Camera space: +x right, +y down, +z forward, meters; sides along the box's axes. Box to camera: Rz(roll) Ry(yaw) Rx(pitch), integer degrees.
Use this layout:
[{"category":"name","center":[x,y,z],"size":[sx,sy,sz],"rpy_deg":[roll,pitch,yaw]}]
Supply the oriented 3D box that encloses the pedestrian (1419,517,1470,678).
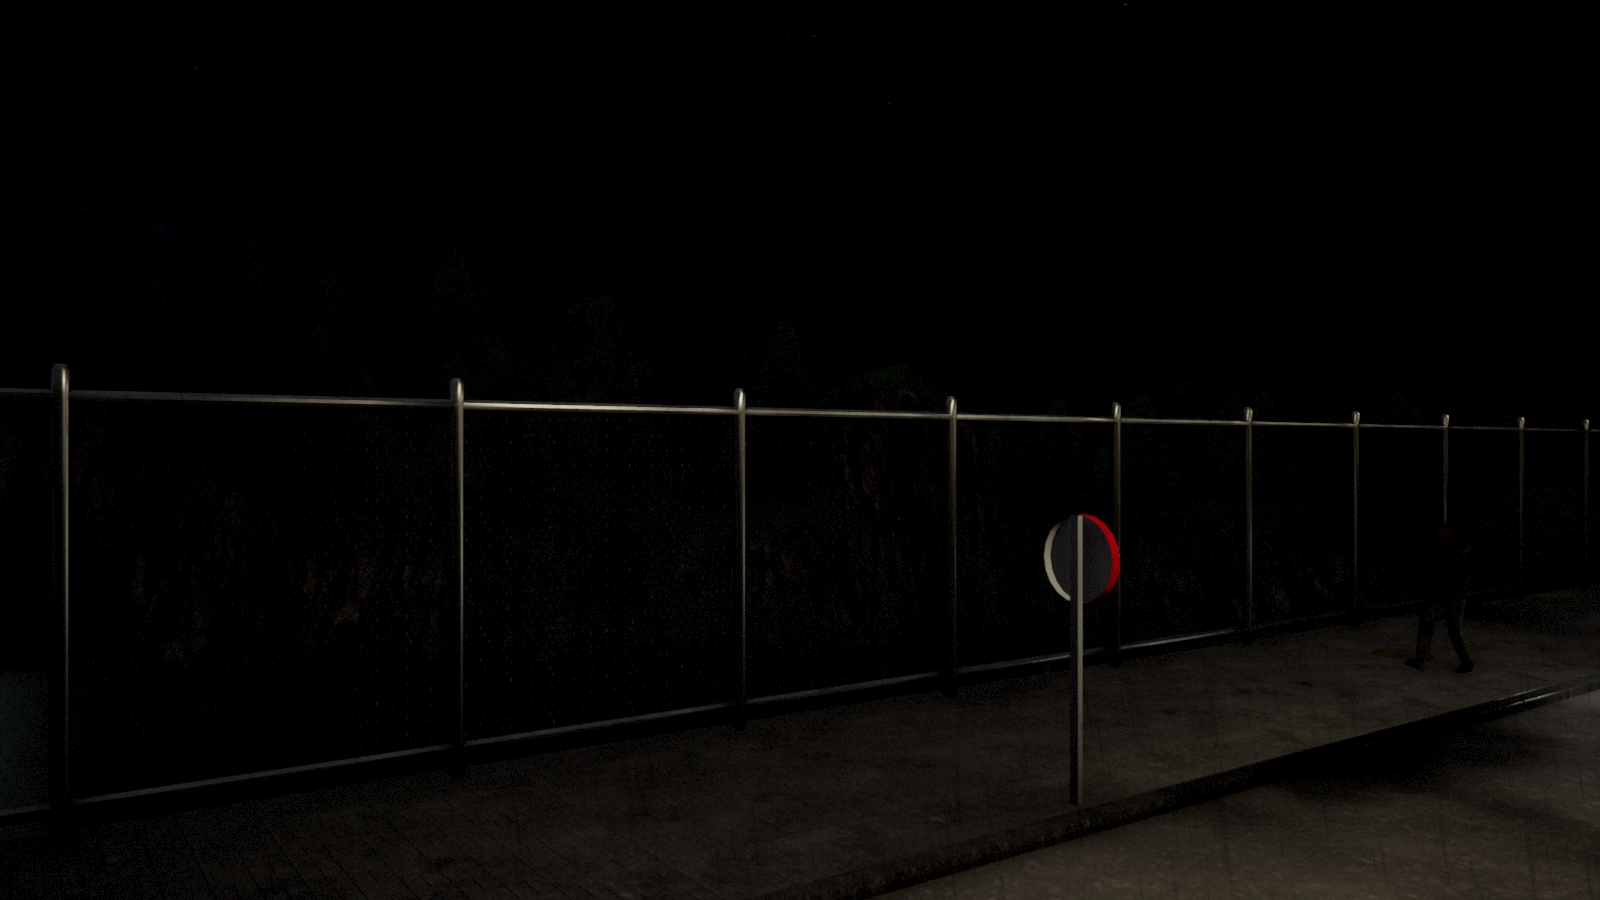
[{"category":"pedestrian","center":[7.699,1.747,13.653],"size":[0.375,1.860,0.375],"rpy_deg":[0,0,-19]}]
